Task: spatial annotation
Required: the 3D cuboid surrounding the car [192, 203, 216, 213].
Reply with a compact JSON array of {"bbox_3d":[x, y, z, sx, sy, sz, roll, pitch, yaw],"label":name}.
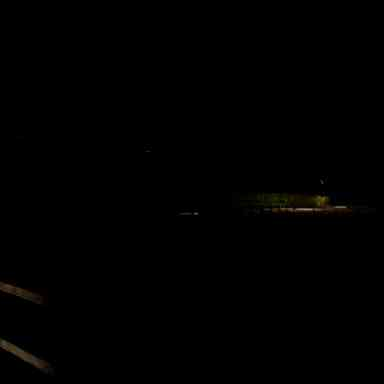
[{"bbox_3d":[1.741,2.363,48.449,1.994,1.385,4.181,1,-1,35],"label":"car"}]
